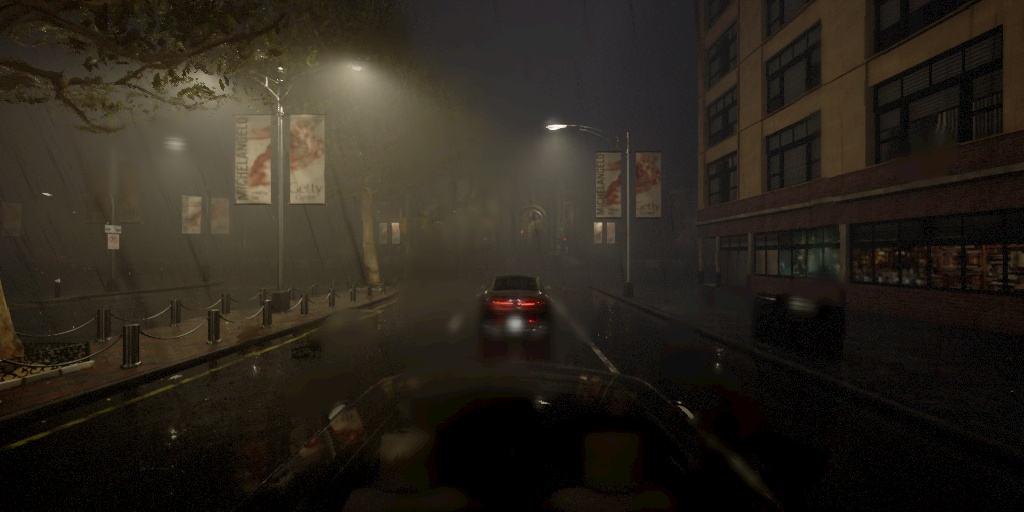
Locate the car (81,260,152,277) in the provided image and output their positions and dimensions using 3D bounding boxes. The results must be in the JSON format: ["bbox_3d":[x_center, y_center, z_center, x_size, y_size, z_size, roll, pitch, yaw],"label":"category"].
[{"bbox_3d":[-38.392,1.314,34.870,4.181,1.385,1.994,0,0,0],"label":"car"}]

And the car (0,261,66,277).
[{"bbox_3d":[-47.252,1.255,34.903,4.892,1.490,1.837,0,0,0],"label":"car"}]

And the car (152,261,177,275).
[{"bbox_3d":[-38.886,1.228,38.376,5.008,1.535,1.882,0,0,0],"label":"car"}]

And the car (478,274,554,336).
[{"bbox_3d":[0.126,1.255,10.340,1.837,1.490,4.892,0,0,1],"label":"car"}]

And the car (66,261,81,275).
[{"bbox_3d":[-48.136,1.242,38.411,4.902,1.511,2.128,0,0,0],"label":"car"}]
